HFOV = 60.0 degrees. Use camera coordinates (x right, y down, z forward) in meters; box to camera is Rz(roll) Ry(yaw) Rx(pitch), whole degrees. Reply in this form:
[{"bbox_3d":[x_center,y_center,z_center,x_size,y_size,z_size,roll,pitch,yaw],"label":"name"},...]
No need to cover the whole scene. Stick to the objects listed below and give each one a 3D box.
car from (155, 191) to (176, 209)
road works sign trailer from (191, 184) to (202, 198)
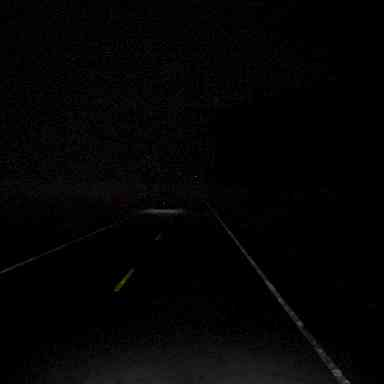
[{"bbox_3d":[-3.055,0.889,39.510,2.150,2.045,5.566,0,0,1],"label":"car"},{"bbox_3d":[1.163,-0.341,81.196,2.380,3.560,2.880,0,1,1],"label":"road works sign trailer"}]
